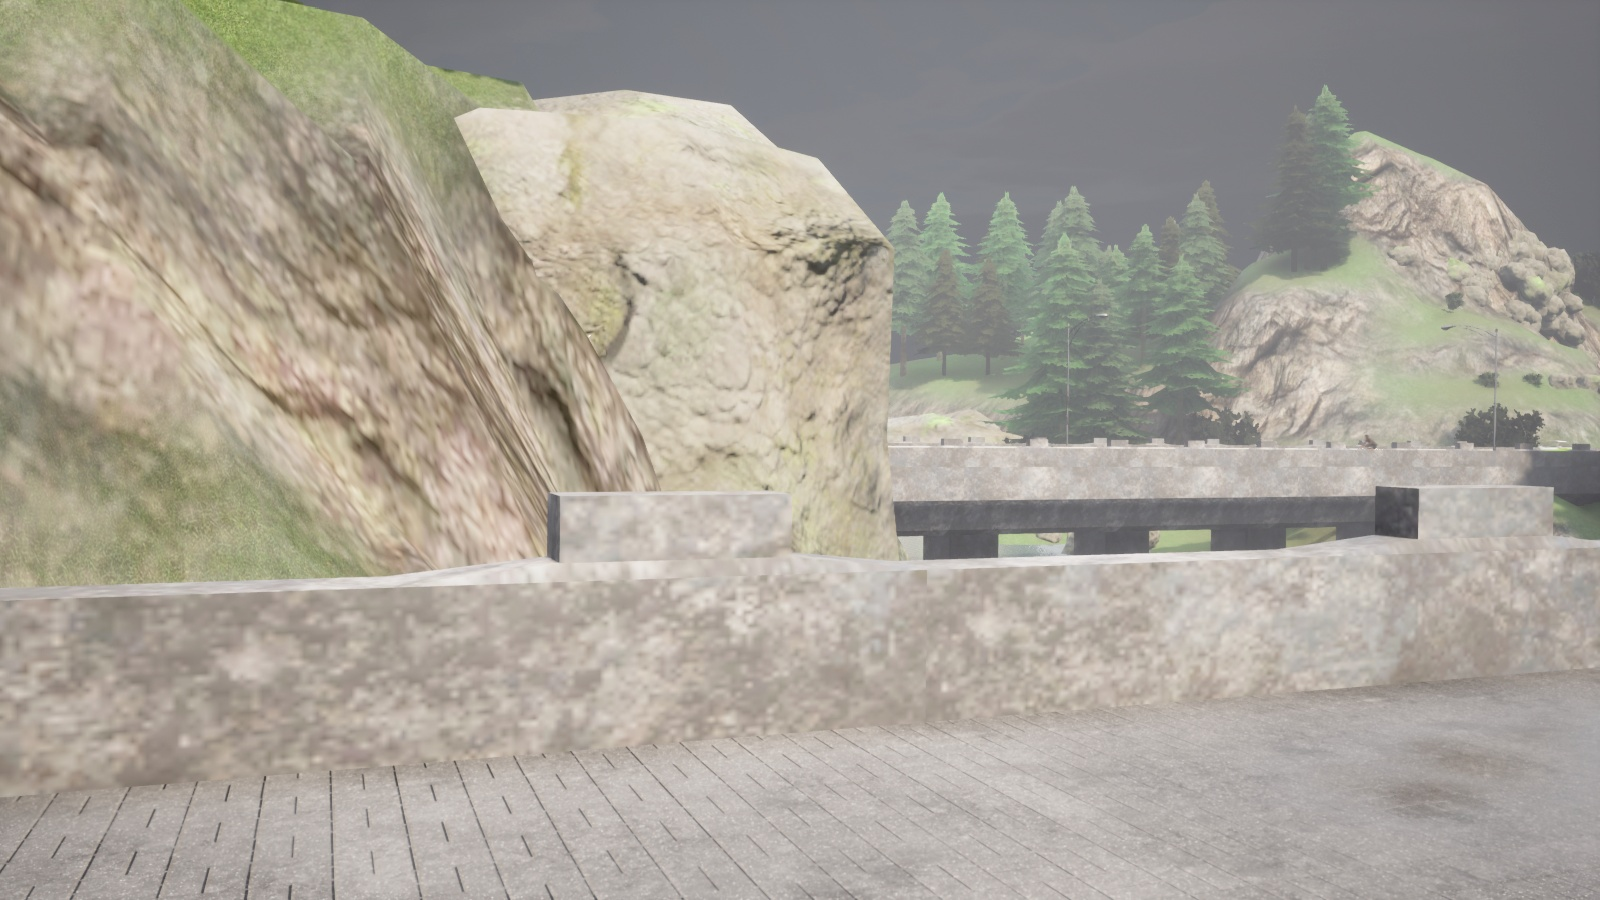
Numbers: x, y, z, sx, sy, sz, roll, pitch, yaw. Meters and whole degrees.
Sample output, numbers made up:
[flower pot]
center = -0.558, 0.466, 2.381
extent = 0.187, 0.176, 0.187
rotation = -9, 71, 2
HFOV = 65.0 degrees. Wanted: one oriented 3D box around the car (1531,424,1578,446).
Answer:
[car]
center = 47.495, -0.947, 79.089
extent = 2.207, 1.376, 1.481
rotation = -1, 1, -21
